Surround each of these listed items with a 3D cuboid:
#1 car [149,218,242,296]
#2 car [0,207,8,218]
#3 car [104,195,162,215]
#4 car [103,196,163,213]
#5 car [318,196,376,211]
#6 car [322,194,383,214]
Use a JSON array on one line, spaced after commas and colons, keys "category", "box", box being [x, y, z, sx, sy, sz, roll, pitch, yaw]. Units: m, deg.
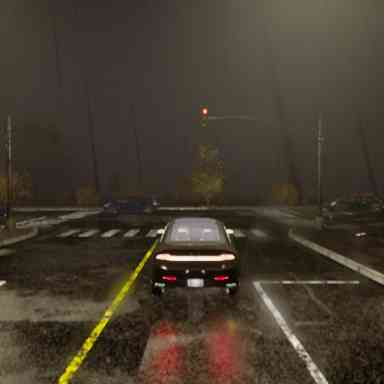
[{"category": "car", "box": [0.084, 1.404, 8.432, 2.128, 1.511, 4.902, 0, 1, 1]}, {"category": "car", "box": [-16.380, 1.460, 25.411, 4.718, 1.301, 1.895, 0, 1, 1]}, {"category": "car", "box": [-5.152, 1.047, 28.764, 4.553, 1.767, 2.097, 0, 1, 1]}, {"category": "car", "box": [-5.611, 1.185, 32.006, 5.357, 1.411, 2.033, 0, 1, 1]}, {"category": "car", "box": [14.751, 1.109, 31.814, 4.718, 1.301, 1.895, 0, 1, -2]}, {"category": "car", "box": [13.707, 0.943, 28.552, 4.553, 1.767, 2.097, 0, 1, 0]}]
